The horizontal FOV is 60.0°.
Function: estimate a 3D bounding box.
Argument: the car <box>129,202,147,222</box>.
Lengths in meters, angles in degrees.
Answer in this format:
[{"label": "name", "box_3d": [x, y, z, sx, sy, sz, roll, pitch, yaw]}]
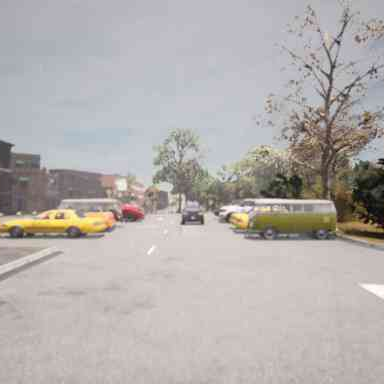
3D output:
[{"label": "car", "box_3d": [-7.167, 1.639, 29.948, 5.566, 2.045, 2.435, 0, -1, 0]}]

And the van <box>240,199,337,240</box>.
[{"label": "van", "box_3d": [4.967, 1.389, 17.159, 4.442, 1.987, 1.878, 0, -1, 0]}]

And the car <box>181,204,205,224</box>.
[{"label": "car", "box_3d": [0.085, 1.877, 27.737, 1.812, 1.442, 4.674, 0, -1, 0]}]

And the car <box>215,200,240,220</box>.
[{"label": "car", "box_3d": [5.052, 1.593, 28.332, 5.566, 2.045, 2.435, 0, -2, 0]}]

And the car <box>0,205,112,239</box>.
[{"label": "car", "box_3d": [-7.369, 1.625, 17.799, 5.366, 1.575, 1.946, 0, -1, 0]}]

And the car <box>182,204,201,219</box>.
[{"label": "car", "box_3d": [-0.028, 2.122, 37.612, 1.882, 1.535, 5.008, 0, -2, 3]}]

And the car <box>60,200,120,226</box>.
[{"label": "car", "box_3d": [-7.154, 1.551, 20.718, 4.553, 1.767, 2.185, 0, -1, 0]}]

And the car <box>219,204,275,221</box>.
[{"label": "car", "box_3d": [5.060, 1.925, 31.116, 4.892, 1.521, 2.231, 0, -2, 0]}]

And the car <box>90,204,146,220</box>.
[{"label": "car", "box_3d": [-7.206, 1.976, 32.857, 5.008, 1.535, 2.097, 0, -2, 0]}]

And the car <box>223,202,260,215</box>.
[{"label": "car", "box_3d": [6.816, 2.304, 45.932, 4.553, 1.767, 2.097, 1, -3, -14]}]

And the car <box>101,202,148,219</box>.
[{"label": "car", "box_3d": [-7.195, 1.942, 35.895, 4.553, 1.767, 2.185, 0, -2, 0]}]

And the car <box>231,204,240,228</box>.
[{"label": "car", "box_3d": [5.268, 1.659, 19.949, 5.366, 1.575, 1.946, 0, -1, 0]}]

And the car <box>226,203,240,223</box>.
[{"label": "car", "box_3d": [5.268, 1.711, 22.610, 5.366, 1.575, 1.946, 0, -1, 0]}]

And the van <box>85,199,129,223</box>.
[{"label": "van", "box_3d": [-7.070, 1.515, 23.757, 4.442, 1.987, 1.878, 0, -1, 0]}]
